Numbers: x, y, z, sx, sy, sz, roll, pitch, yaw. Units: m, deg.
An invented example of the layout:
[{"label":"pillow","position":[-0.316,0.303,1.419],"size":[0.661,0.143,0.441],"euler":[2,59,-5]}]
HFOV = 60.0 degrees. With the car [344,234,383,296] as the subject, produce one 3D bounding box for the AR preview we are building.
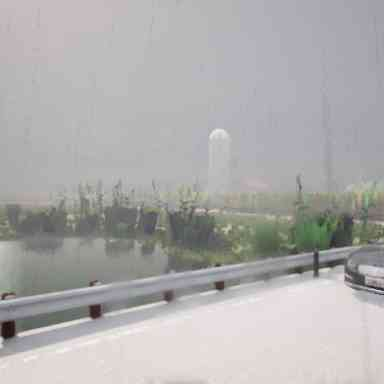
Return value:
[{"label":"car","position":[5.613,1.585,8.042],"size":[4.902,1.511,2.128],"euler":[2,-1,-36]}]
